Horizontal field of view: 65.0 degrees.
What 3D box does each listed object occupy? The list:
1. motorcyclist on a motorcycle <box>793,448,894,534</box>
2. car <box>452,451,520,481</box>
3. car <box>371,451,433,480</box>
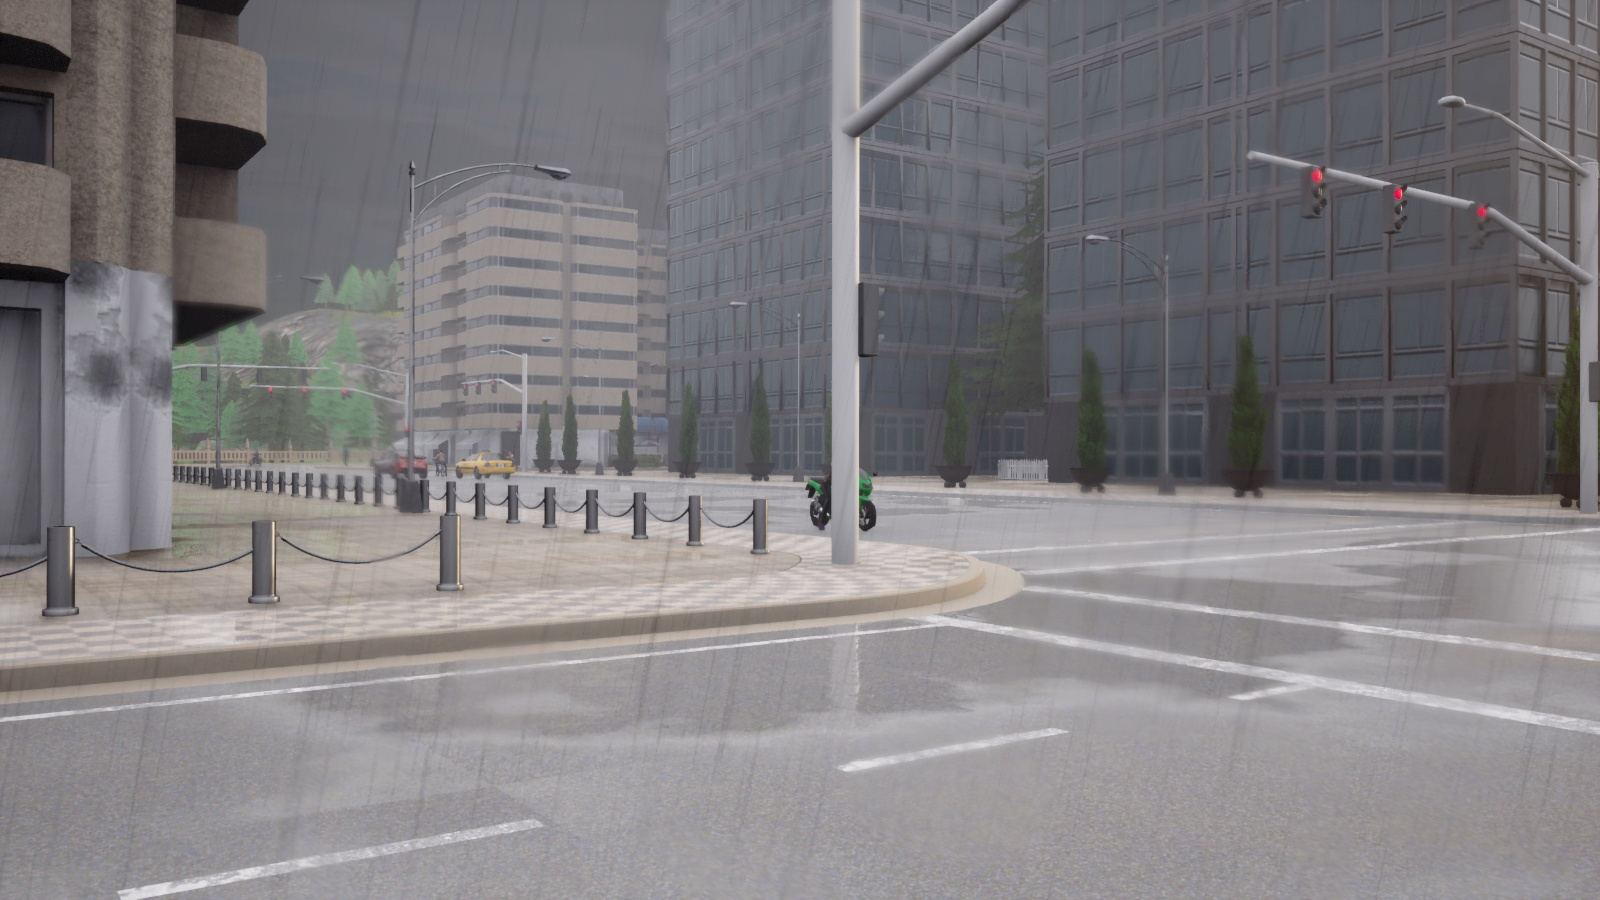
[{"bbox_3d":[0.787,0.727,23.342,0.797,1.523,2.044,0,0,-35],"label":"motorcyclist on a motorcycle"},{"bbox_3d":[-17.047,0.831,67.935,1.801,1.575,5.366,0,0,-34],"label":"car"},{"bbox_3d":[-21.780,0.850,68.660,2.007,1.525,4.514,0,0,-34],"label":"car"}]
